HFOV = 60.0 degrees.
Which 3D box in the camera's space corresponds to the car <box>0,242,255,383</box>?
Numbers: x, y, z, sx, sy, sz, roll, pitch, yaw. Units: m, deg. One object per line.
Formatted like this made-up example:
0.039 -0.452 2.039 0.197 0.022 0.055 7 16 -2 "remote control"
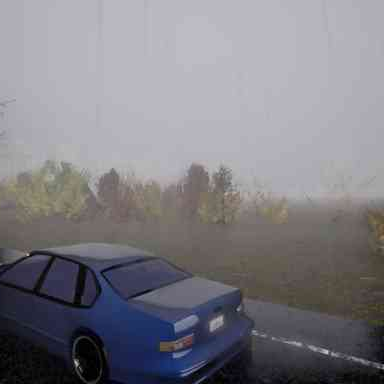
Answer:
-1.753 1.548 5.273 5.357 1.411 2.033 0 0 36 "car"
